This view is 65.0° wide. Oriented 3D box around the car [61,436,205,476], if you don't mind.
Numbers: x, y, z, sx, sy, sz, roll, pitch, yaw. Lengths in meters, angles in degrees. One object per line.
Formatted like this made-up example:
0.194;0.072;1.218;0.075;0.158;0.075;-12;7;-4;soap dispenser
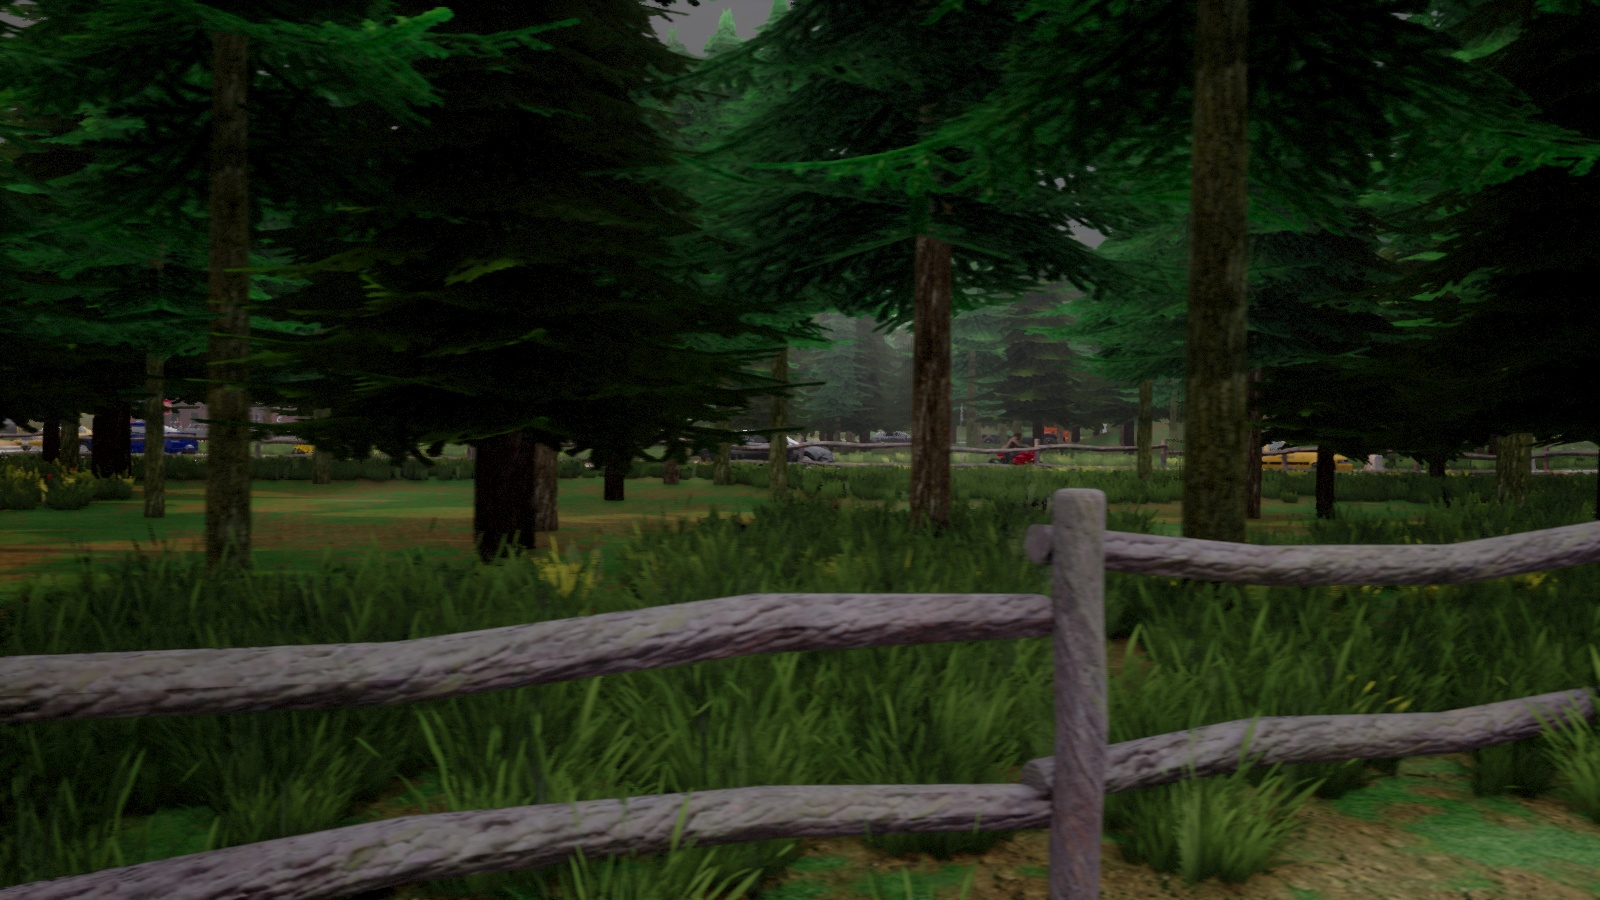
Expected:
-27.137;0.230;51.156;5.008;1.535;1.882;-1;1;8;car

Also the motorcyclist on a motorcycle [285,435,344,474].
-19.359;0.166;50.091;2.044;1.523;0.797;-1;1;7;motorcyclist on a motorcycle

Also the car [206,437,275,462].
-35.668;-0.073;80.178;1.837;1.490;4.892;-1;1;5;car

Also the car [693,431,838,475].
-1.184;0.085;44.538;4.892;1.490;1.837;-1;1;6;car

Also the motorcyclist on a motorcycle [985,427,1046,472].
7.462;-0.018;43.578;2.044;1.523;0.797;-1;1;6;motorcyclist on a motorcycle

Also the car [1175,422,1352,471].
15.664;-0.136;42.675;5.366;1.575;1.801;-1;1;6;car

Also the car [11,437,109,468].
-40.231;0.096;68.478;1.801;1.575;5.366;-1;1;5;car
